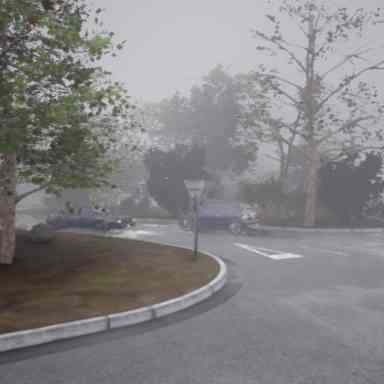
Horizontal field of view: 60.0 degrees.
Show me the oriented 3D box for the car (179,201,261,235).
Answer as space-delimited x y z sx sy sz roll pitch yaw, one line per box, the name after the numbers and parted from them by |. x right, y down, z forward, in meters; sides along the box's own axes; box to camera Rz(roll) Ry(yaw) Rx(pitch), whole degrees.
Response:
1.482 1.302 18.706 4.553 1.767 2.097 0 0 35 | car

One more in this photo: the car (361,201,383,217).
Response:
20.775 1.789 34.848 5.366 1.575 1.946 0 -1 21 | car

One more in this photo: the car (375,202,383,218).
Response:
16.924 1.331 24.358 5.566 2.045 2.435 0 -1 21 | car

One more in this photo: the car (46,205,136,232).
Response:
-5.942 1.480 19.411 5.357 1.411 2.033 0 0 23 | car

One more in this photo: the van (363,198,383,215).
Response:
23.049 1.713 39.821 4.442 1.987 1.878 0 -2 21 | van
